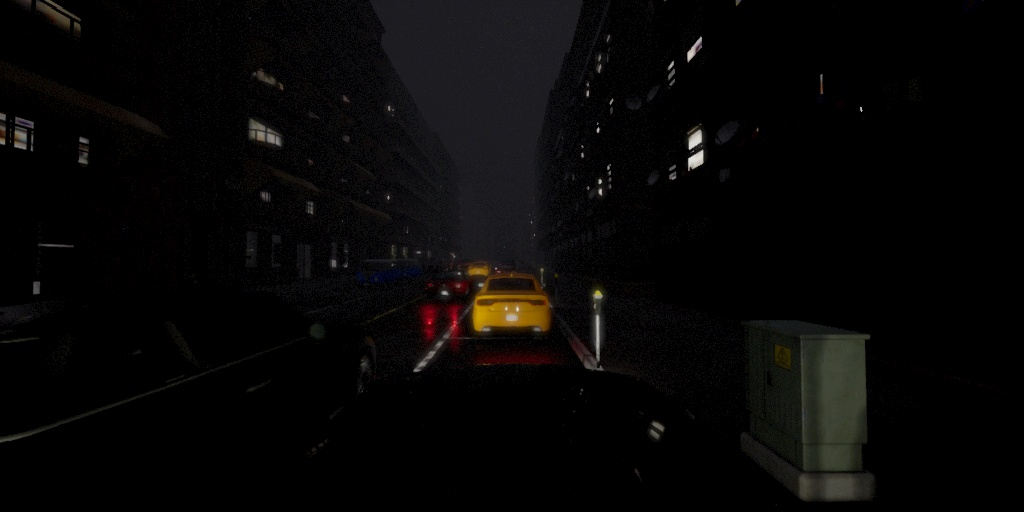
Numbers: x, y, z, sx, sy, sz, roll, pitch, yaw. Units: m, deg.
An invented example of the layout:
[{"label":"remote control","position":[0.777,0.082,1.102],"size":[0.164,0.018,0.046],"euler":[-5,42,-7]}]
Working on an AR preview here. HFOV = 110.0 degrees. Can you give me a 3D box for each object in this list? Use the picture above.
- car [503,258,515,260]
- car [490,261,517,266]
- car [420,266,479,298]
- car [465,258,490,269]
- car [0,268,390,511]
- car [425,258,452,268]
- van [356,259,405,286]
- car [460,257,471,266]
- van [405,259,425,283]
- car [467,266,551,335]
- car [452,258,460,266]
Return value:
[{"label":"car","position":[-0.445,1.240,39.134],"size":[1.967,1.591,4.097],"euler":[0,0,0]},{"label":"car","position":[-0.452,1.322,28.072],"size":[1.888,1.381,4.507],"euler":[0,0,0]},{"label":"car","position":[-3.004,1.363,18.311],"size":[1.895,1.301,4.718],"euler":[0,0,0]},{"label":"car","position":[-2.993,1.266,34.289],"size":[1.882,1.535,5.008],"euler":[0,0,1]},{"label":"car","position":[-3.020,1.102,3.419],"size":[2.097,1.767,4.553],"euler":[0,0,0]},{"label":"car","position":[-8.335,1.115,39.194],"size":[2.192,1.841,5.009],"euler":[0,0,0]},{"label":"van","position":[-8.335,1.108,22.603],"size":[1.690,1.789,3.998],"euler":[0,0,0]},{"label":"car","position":[-5.790,1.169,46.716],"size":[2.097,1.767,4.553],"euler":[0,0,0]},{"label":"van","position":[-8.335,1.118,28.134],"size":[1.690,1.789,3.998],"euler":[0,0,0]},{"label":"car","position":[-0.006,1.232,10.503],"size":[1.882,1.535,5.008],"euler":[0,0,0]},{"label":"car","position":[-8.335,1.128,44.724],"size":[2.192,1.841,5.009],"euler":[0,0,0]}]
